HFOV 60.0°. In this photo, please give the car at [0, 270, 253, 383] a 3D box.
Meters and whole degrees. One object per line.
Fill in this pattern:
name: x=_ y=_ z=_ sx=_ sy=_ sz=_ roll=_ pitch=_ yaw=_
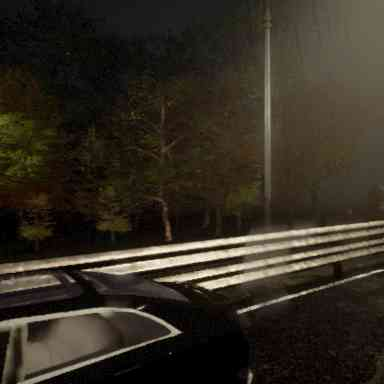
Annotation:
car: x=-1.717 y=1.492 z=2.461 sx=4.902 sy=1.511 sz=2.128 roll=0 pitch=0 yaw=-36
